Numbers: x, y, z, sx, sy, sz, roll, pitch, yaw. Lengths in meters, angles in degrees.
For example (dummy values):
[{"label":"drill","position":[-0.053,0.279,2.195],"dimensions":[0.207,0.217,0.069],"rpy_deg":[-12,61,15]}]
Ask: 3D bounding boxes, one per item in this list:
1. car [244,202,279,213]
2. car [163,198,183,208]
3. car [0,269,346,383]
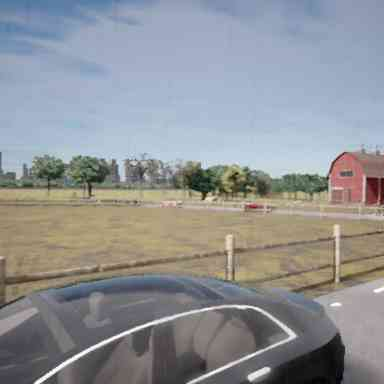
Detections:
[{"label":"car","position":[8.854,1.949,43.126],"dimensions":[1.895,1.301,4.718],"rpy_deg":[0,0,-35]},{"label":"car","position":[-3.489,1.895,60.715],"dimensions":[2.097,1.767,4.553],"rpy_deg":[0,0,-35]},{"label":"car","position":[-0.774,1.508,2.516],"dimensions":[4.892,1.490,1.837],"rpy_deg":[0,0,-36]}]
